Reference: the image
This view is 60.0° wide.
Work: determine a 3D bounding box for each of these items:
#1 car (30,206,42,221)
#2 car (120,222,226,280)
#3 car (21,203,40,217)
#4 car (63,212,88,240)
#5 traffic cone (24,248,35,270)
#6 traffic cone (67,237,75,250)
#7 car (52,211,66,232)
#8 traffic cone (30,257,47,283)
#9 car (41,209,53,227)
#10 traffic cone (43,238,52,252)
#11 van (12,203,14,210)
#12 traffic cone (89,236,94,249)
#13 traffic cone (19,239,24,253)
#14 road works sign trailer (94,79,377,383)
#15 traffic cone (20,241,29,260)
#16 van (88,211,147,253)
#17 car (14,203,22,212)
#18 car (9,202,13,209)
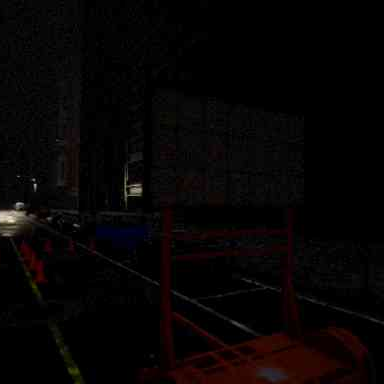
[{"bbox_3d":[-18.016,2.672,40.162,1.887,1.381,4.507,2,-2,-31],"label":"car"},{"bbox_3d":[-0.630,1.923,11.166,2.008,1.369,4.403,2,-2,-31],"label":"car"},{"bbox_3d":[-23.809,2.699,49.834,2.192,1.841,5.009,2,-2,-31],"label":"car"},{"bbox_3d":[-6.425,2.172,20.831,2.008,1.369,4.403,2,-2,-31],"label":"car"},{"bbox_3d":[-5.323,2.267,11.125,0.340,0.580,0.340,2,-2,-31],"label":"traffic cone"},{"bbox_3d":[-5.664,2.411,15.582,0.340,0.580,0.340,2,-2,-31],"label":"traffic cone"},{"bbox_3d":[-9.323,2.329,25.663,1.802,1.307,4.206,2,-2,-31],"label":"car"},{"bbox_3d":[-4.294,2.223,9.410,0.340,0.580,0.340,2,-2,-31],"label":"traffic cone"},{"bbox_3d":[-12.221,2.424,30.497,2.008,1.369,4.403,2,-2,-31],"label":"car"},{"bbox_3d":[-6.521,2.383,15.068,0.340,0.580,0.340,2,-2,-31],"label":"traffic cone"},{"bbox_3d":[-38.298,3.379,73.996,1.690,1.788,3.998,2,-2,-31],"label":"van"},{"bbox_3d":[-4.806,2.439,16.095,0.340,0.580,0.340,2,-2,-31],"label":"traffic cone"},{"bbox_3d":[-7.379,2.355,14.555,0.340,0.580,0.340,2,-2,-31],"label":"traffic cone"},{"bbox_3d":[0.417,0.616,4.112,2.380,3.560,2.880,2,-2,-31],"label":"road works sign trailer"},{"bbox_3d":[-6.351,2.311,12.840,0.340,0.580,0.340,2,-2,-31],"label":"traffic cone"},{"bbox_3d":[-3.525,1.837,16.005,1.690,1.788,3.998,2,-2,-31],"label":"van"},{"bbox_3d":[-35.490,3.435,69.304,1.752,1.417,4.829,2,-2,-31],"label":"car"},{"bbox_3d":[-44.095,3.742,83.658,1.967,1.590,4.097,2,-2,-31],"label":"car"}]
